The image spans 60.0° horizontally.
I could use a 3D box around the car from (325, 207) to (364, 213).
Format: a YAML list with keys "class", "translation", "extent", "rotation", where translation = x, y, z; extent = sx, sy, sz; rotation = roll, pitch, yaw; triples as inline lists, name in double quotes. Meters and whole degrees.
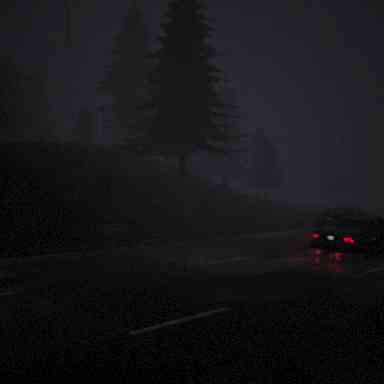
- class: "car"
  translation: [9.061, 1.634, 19.143]
  extent: [4.902, 1.511, 2.128]
  rotation: [1, 0, -39]

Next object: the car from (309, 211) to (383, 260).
- class: "car"
  translation: [6.822, 1.648, 12.921]
  extent: [5.357, 1.411, 2.033]
  rotation: [0, 0, -36]
